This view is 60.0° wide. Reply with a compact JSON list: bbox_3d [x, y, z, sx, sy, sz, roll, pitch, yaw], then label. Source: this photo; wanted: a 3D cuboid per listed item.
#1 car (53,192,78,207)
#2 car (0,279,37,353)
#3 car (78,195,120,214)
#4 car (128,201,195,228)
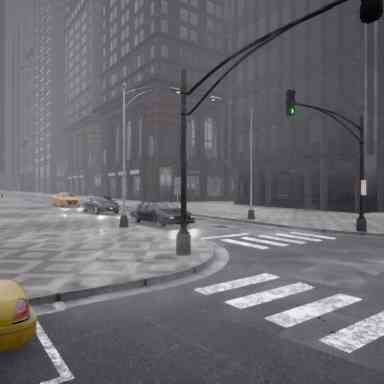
[{"bbox_3d":[-13.873,0.799,36.627,1.882,1.535,5.008,0,1,-35],"label":"car"},{"bbox_3d":[-4.357,1.525,3.536,4.829,1.417,1.752,0,0,-36],"label":"car"},{"bbox_3d":[-7.775,1.012,28.182,1.837,1.490,4.892,0,1,-36],"label":"car"},{"bbox_3d":[-2.006,1.237,20.199,2.033,1.411,5.357,0,1,-36],"label":"car"}]
